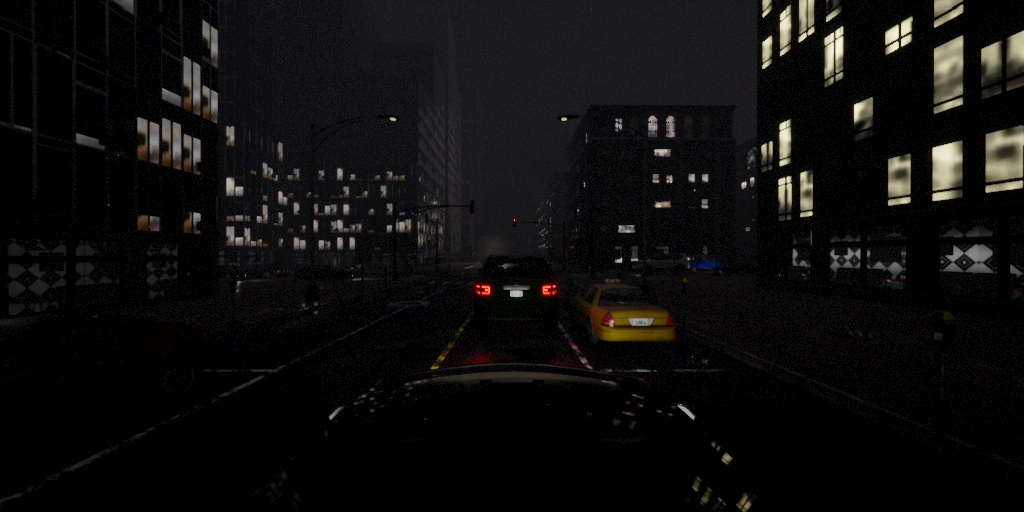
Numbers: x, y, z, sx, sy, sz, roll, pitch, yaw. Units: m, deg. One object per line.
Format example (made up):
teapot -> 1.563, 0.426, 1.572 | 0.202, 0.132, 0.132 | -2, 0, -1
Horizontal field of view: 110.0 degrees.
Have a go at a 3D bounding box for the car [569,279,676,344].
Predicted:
car -> 2.562, 1.273, 9.429 | 1.751, 1.417, 4.829 | 0, 0, 0

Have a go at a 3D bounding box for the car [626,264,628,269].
car -> 15.304, 0.831, 39.641 | 5.009, 1.841, 2.192 | 0, 0, -1

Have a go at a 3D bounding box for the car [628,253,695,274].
car -> 15.415, 0.743, 37.176 | 5.566, 2.045, 2.150 | -1, 0, -1

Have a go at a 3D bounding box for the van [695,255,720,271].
van -> 20.959, 0.786, 39.703 | 3.998, 1.789, 1.690 | 0, 0, -1

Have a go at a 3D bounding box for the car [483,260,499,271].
car -> -2.861, 1.282, 50.632 | 2.033, 1.411, 5.357 | 0, 0, -1

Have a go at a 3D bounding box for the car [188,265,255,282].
car -> -27.521, 1.591, 33.694 | 4.892, 1.490, 1.837 | -1, 0, -1

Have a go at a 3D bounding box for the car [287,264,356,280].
car -> -17.706, 1.503, 33.824 | 5.357, 1.411, 2.033 | -1, 0, -1

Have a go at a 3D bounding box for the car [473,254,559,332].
car -> 0.094, 0.968, 10.983 | 2.150, 2.045, 5.566 | 0, 0, 0

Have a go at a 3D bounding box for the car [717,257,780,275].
car -> 21.071, 1.009, 31.824 | 4.507, 1.381, 1.888 | 0, 0, -1

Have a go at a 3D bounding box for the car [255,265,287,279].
car -> -25.852, 1.604, 36.642 | 5.357, 1.411, 2.033 | -1, 0, -1

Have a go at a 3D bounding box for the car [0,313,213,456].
car -> -5.316, 1.331, 3.696 | 1.802, 1.307, 4.207 | 0, 0, 0

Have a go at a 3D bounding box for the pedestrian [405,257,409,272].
pedestrian -> -12.371, 1.006, 42.257 | 0.375, 1.860, 0.375 | 0, 1, -1
